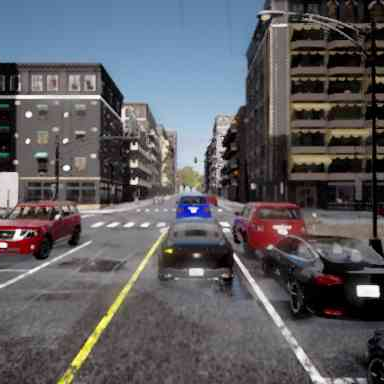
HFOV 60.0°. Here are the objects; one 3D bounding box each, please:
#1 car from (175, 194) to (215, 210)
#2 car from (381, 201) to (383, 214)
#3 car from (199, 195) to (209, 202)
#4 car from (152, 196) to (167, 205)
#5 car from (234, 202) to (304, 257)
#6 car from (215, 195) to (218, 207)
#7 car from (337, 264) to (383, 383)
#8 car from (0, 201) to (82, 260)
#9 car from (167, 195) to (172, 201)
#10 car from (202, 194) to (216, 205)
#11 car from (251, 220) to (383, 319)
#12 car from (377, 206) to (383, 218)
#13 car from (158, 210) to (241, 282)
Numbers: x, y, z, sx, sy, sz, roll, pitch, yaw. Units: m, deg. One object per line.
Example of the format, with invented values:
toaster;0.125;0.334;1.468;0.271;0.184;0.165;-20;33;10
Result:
car;0.087;1.183;21.891;2.150;2.045;5.566;0;0;0
car;22.779;1.664;35.381;4.313;1.339;1.947;0;-1;0
car;2.666;1.443;73.477;1.947;1.339;4.313;1;0;0
car;-5.828;1.456;56.323;2.008;1.369;4.403;1;0;0
car;2.775;1.293;12.618;2.192;1.841;5.009;1;0;0
car;2.812;1.229;50.692;2.192;1.841;5.009;1;0;0
car;2.703;1.562;1.743;1.947;1.339;4.313;1;0;0
car;-5.752;1.293;12.607;2.192;1.841;5.009;1;0;0
car;-5.717;1.394;78.937;1.752;1.417;4.829;1;0;0
car;2.800;1.220;56.392;2.192;1.841;5.009;1;0;0
car;2.700;1.553;7.182;1.947;1.339;4.313;1;0;0
car;17.269;1.521;26.987;4.206;1.307;1.802;0;-1;0
car;0.096;1.488;9.659;1.837;1.490;4.892;0;0;0
